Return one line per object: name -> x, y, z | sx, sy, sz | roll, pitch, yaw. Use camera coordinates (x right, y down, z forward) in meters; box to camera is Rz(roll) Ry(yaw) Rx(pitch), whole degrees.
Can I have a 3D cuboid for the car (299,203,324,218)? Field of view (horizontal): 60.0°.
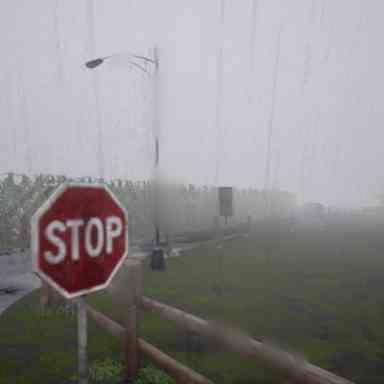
car -> 17.227, 2.570, 47.654 | 2.150, 2.045, 5.566 | -2, -2, 36
